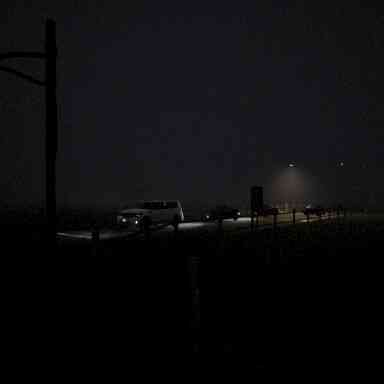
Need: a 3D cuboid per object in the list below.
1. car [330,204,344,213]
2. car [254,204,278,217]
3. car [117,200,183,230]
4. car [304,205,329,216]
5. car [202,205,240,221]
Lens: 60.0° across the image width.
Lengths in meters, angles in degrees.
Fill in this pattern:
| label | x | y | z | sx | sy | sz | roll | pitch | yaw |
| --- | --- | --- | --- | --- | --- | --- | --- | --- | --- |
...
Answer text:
| label | x | y | z | sx | sy | sz | roll | pitch | yaw |
| --- | --- | --- | --- | --- | --- | --- | --- | --- | --- |
| car | 23.361 | 2.670 | 54.192 | 1.812 | 1.442 | 4.674 | 0 | -1 | 37 |
| car | 8.936 | 2.265 | 40.752 | 2.128 | 1.511 | 4.902 | 0 | -1 | 36 |
| car | -2.917 | 1.608 | 24.590 | 2.150 | 2.045 | 5.566 | 0 | -1 | 36 |
| car | 16.740 | 2.469 | 45.175 | 2.033 | 1.411 | 5.357 | 0 | -1 | 35 |
| car | 2.902 | 2.067 | 32.525 | 2.128 | 1.511 | 4.902 | 0 | -1 | 36 |
